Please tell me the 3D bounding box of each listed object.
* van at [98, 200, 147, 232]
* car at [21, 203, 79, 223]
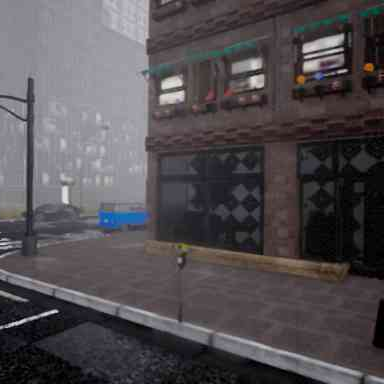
[{"bbox_3d":[-3.791,1.383,20.327,1.690,1.788,3.998,1,1,35],"label":"van"},{"bbox_3d":[-10.620,1.491,25.190,1.947,1.339,4.313,1,1,35],"label":"car"}]
